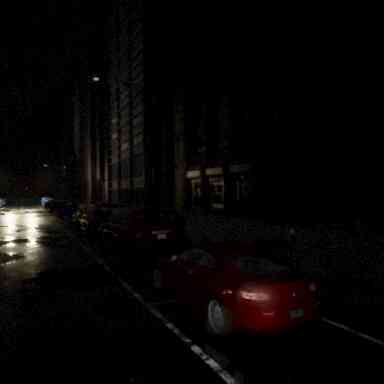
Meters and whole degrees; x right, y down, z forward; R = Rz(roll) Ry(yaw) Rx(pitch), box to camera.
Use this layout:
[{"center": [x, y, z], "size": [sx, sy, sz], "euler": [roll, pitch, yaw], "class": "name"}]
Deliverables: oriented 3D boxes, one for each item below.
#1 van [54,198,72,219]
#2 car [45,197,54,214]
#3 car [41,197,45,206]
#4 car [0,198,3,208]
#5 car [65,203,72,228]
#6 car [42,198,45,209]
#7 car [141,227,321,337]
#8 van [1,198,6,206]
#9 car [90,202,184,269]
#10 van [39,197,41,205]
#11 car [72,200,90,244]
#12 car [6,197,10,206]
[{"center": [-11.858, 1.608, 31.725], "size": [1.690, 1.788, 3.998], "euler": [-1, 0, -26], "class": "van"}, {"center": [-16.830, 1.685, 41.781], "size": [2.192, 1.841, 5.009], "euler": [-1, 0, -26], "class": "car"}, {"center": [-24.285, 1.966, 56.864], "size": [1.967, 1.590, 4.097], "euler": [-1, 0, -26], "class": "car"}, {"center": [-31.921, 2.170, 53.077], "size": [2.008, 1.369, 4.403], "euler": [-1, 0, -26], "class": "car"}, {"center": [-6.959, 1.692, 21.821], "size": [1.752, 1.417, 4.829], "euler": [-1, 0, -26], "class": "car"}, {"center": [-21.798, 2.018, 51.836], "size": [1.887, 1.381, 4.507], "euler": [-1, 0, -26], "class": "car"}, {"center": [0.574, 1.595, 6.584], "size": [1.802, 1.307, 4.206], "euler": [-1, 0, -26], "class": "car"}, {"center": [-36.896, 2.065, 63.134], "size": [1.690, 1.788, 3.998], "euler": [-1, 0, -26], "class": "van"}, {"center": [-1.915, 1.379, 11.613], "size": [2.192, 1.841, 5.009], "euler": [-1, 0, -26], "class": "car"}, {"center": [-29.258, 1.972, 66.921], "size": [1.690, 1.788, 3.998], "euler": [-1, 0, -26], "class": "van"}, {"center": [-4.401, 1.429, 16.641], "size": [2.192, 1.841, 5.009], "euler": [-1, 0, -26], "class": "car"}, {"center": [-41.866, 2.269, 73.191], "size": [1.967, 1.590, 4.097], "euler": [-1, 0, -26], "class": "car"}]
